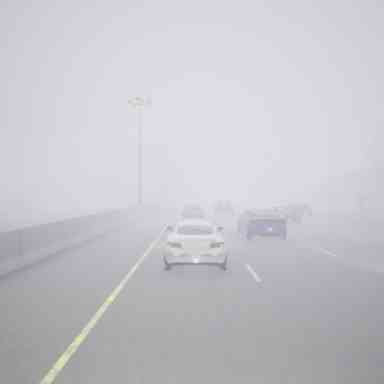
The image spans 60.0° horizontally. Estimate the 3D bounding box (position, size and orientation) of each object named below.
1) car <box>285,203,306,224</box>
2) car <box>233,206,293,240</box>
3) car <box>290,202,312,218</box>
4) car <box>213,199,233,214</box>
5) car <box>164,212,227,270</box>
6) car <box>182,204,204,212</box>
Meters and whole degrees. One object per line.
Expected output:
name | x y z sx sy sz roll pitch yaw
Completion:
car | 7.108 1.801 26.492 1.895 1.301 4.718 0 0 0
car | 3.603 1.613 17.835 1.882 1.535 5.008 0 0 0
car | 10.610 1.759 33.692 1.837 1.490 4.892 0 0 0
car | 3.611 1.645 38.852 2.097 1.767 4.553 0 0 0
car | 0.103 1.611 11.235 1.812 1.442 4.674 0 0 0
car | 0.109 1.796 30.861 1.994 1.385 4.181 0 0 0
